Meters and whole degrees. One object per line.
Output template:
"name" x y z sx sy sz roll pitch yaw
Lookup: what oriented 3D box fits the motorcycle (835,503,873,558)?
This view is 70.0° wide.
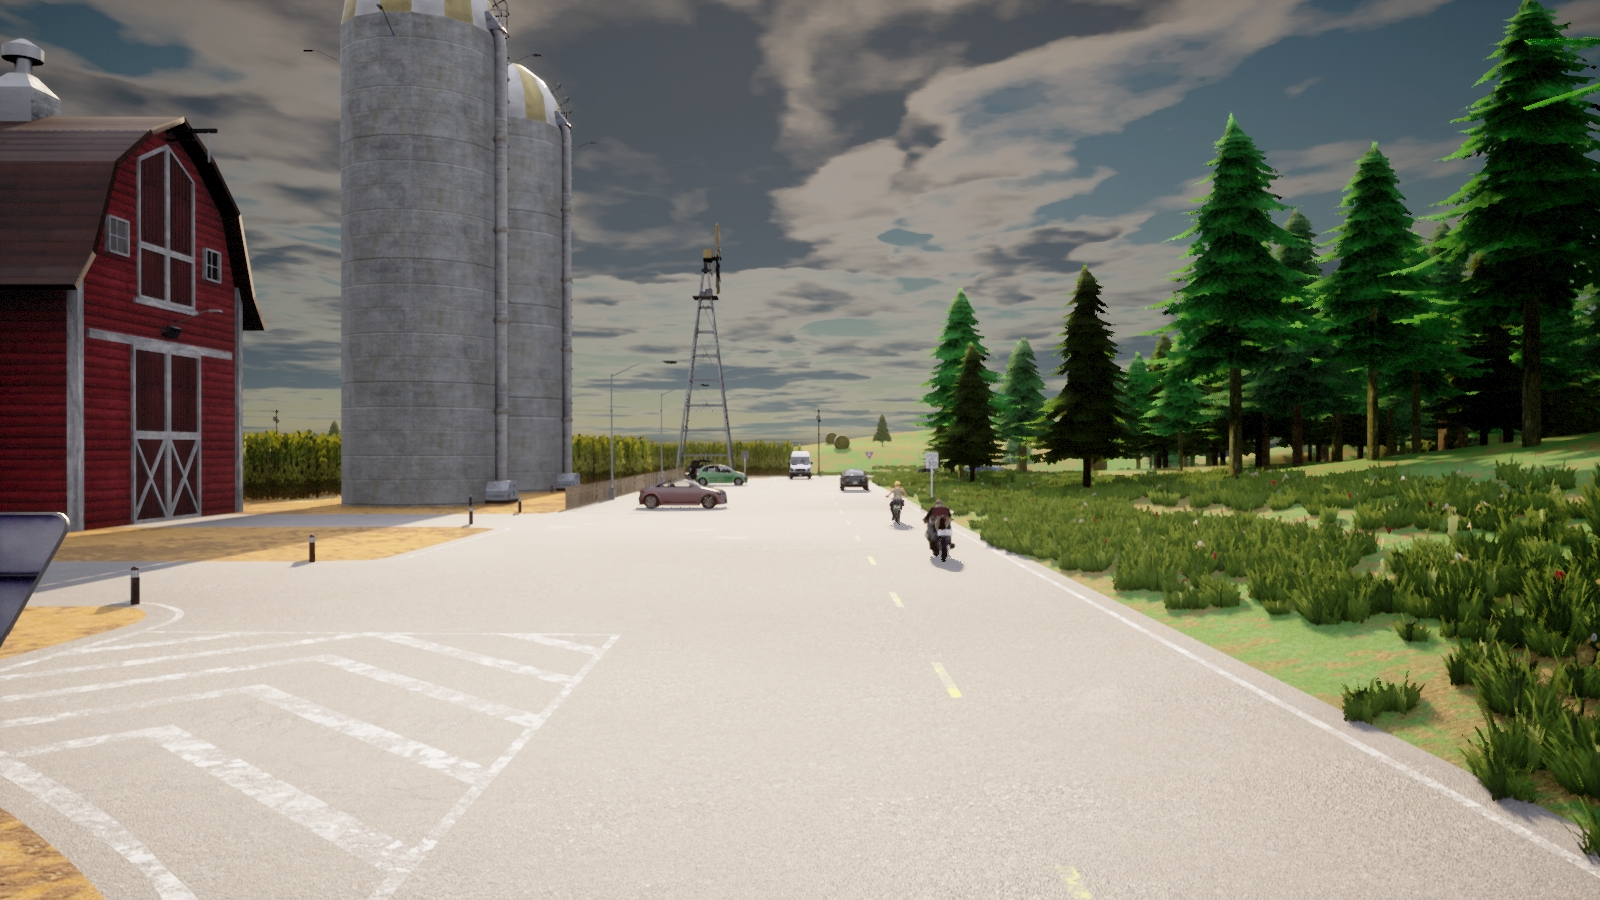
"motorcycle" 1.344 2.020 29.010 0.867 1.251 2.209 0 0 0

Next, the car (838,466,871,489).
"car" 3.607 1.825 76.719 2.002 1.442 4.674 0 0 0
